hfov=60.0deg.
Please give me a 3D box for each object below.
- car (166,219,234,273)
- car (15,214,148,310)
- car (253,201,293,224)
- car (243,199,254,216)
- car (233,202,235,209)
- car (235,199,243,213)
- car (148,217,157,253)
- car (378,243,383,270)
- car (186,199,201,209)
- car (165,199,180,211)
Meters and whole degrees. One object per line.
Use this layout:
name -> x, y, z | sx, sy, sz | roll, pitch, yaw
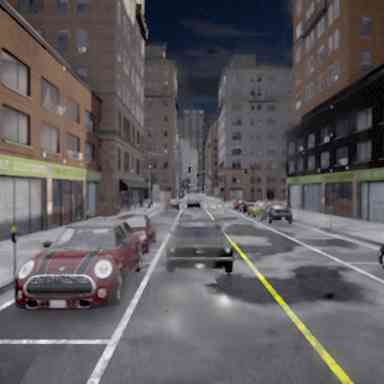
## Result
car -> 0.214, 1.598, 10.769 | 1.895, 1.301, 4.718 | 0, 0, 0
car -> -2.353, 1.433, 7.808 | 1.967, 1.590, 4.097 | -1, 0, 0
car -> 6.144, 1.554, 24.589 | 2.008, 1.369, 4.403 | 0, 0, 0
car -> 6.130, 1.524, 30.345 | 1.752, 1.417, 4.829 | 0, 0, 0
car -> 6.103, 1.571, 41.347 | 1.802, 1.307, 4.206 | 0, 0, 0
car -> 6.117, 1.560, 35.761 | 1.947, 1.339, 4.313 | 0, 0, 0
car -> -2.367, 1.572, 13.394 | 1.802, 1.307, 4.206 | 0, 0, 0
car -> 6.185, 1.562, 7.832 | 2.008, 1.369, 4.403 | -1, 0, 0
car -> 0.229, 1.575, 43.511 | 1.895, 1.301, 4.718 | 0, 0, 0
car -> -2.442, 1.515, 41.323 | 1.887, 1.381, 4.507 | 0, 0, 0
